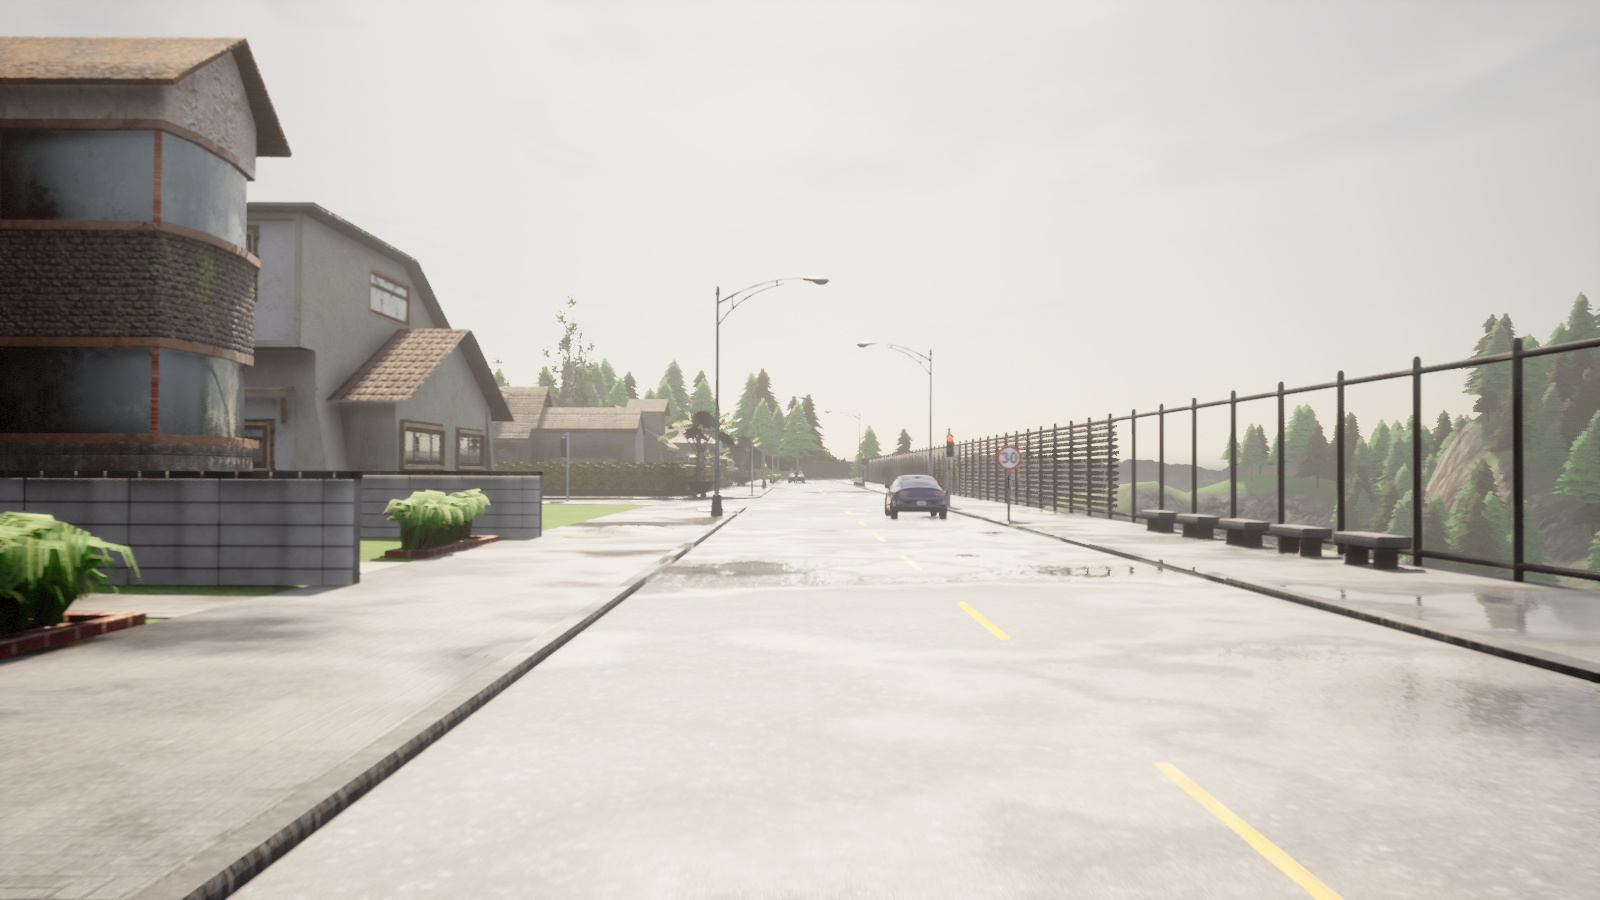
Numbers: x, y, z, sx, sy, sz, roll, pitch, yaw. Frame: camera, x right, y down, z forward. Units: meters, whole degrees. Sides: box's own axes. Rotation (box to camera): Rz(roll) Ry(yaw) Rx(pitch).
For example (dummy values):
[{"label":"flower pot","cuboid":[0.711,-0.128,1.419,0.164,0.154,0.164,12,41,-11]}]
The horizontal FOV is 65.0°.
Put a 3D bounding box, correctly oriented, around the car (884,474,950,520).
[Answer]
[{"label":"car","cuboid":[3.895,1.536,42.458,1.812,1.442,4.674,0,-1,0]}]
